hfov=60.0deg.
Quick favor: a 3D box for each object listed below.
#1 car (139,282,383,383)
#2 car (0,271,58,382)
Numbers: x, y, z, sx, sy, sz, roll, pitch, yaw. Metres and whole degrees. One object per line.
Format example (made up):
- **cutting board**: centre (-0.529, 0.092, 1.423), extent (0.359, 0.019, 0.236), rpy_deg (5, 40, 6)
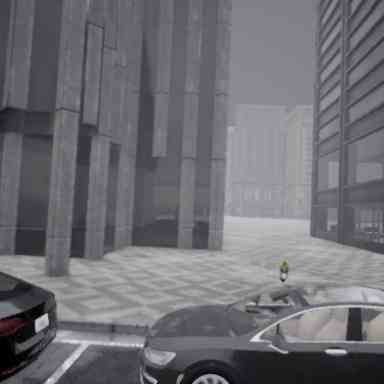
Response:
- **car**: centre (1.568, 1.885, 4.239), extent (4.403, 1.369, 2.008), rpy_deg (2, -3, 3)
- **car**: centre (-4.063, 1.677, 4.487), extent (4.313, 1.339, 1.947), rpy_deg (2, -3, 3)
